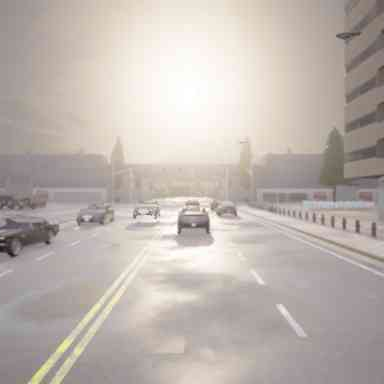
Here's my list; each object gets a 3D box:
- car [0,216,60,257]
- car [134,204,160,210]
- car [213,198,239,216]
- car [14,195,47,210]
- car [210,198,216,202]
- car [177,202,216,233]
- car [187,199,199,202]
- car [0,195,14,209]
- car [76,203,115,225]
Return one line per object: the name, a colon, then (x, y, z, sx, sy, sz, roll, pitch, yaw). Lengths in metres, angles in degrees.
car: (-7.089, 1.654, 13.317, 1.895, 1.301, 4.718, 0, 0, 0)
car: (-3.501, 1.286, 26.491, 2.128, 1.511, 4.902, 0, 0, 0)
car: (3.500, 1.662, 33.806, 1.812, 1.442, 4.674, 0, 0, 0)
car: (-21.050, 1.331, 44.072, 1.932, 1.855, 4.605, 0, 0, 0)
car: (3.518, 1.530, 44.475, 2.097, 1.767, 4.553, 0, 0, 0)
car: (0.099, 1.573, 20.297, 2.128, 1.511, 4.902, 0, 0, 0)
car: (0.074, 1.650, 42.712, 1.882, 1.535, 5.008, 0, -1, 0)
car: (-23.944, 1.334, 44.136, 1.905, 1.878, 3.866, 0, 0, 0)
car: (-7.079, 1.590, 24.868, 2.128, 1.511, 4.902, 0, 0, 0)
